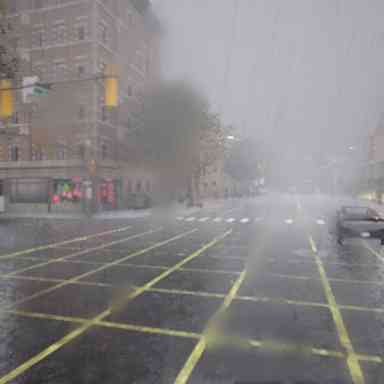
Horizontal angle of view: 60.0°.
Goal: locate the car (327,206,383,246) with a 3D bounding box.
[{"bbox_3d":[7.185,1.357,14.765,2.128,1.511,4.902,0,0,17],"label":"car"}]
